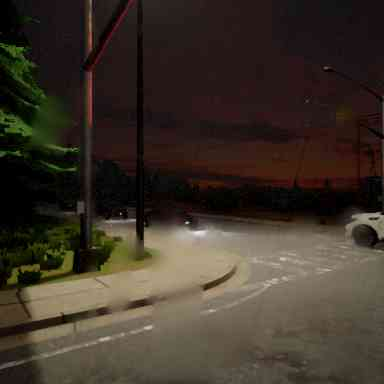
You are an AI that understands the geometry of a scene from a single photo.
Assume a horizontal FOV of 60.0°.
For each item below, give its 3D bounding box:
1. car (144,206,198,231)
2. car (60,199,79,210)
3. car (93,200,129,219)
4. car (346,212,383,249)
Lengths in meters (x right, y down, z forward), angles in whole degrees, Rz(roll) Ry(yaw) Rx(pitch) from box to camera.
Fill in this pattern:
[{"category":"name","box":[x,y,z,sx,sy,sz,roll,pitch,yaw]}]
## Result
[{"category":"car","box":[-1.405,1.591,20.710,1.994,1.385,4.181,0,0,-34]},{"category":"car","box":[-14.453,1.504,39.877,1.882,1.535,5.008,0,0,-34]},{"category":"car","box":[-7.193,1.532,29.200,1.837,1.490,4.892,0,0,-34]},{"category":"car","box":[8.731,1.233,12.417,2.150,2.045,5.566,0,0,-34]}]
